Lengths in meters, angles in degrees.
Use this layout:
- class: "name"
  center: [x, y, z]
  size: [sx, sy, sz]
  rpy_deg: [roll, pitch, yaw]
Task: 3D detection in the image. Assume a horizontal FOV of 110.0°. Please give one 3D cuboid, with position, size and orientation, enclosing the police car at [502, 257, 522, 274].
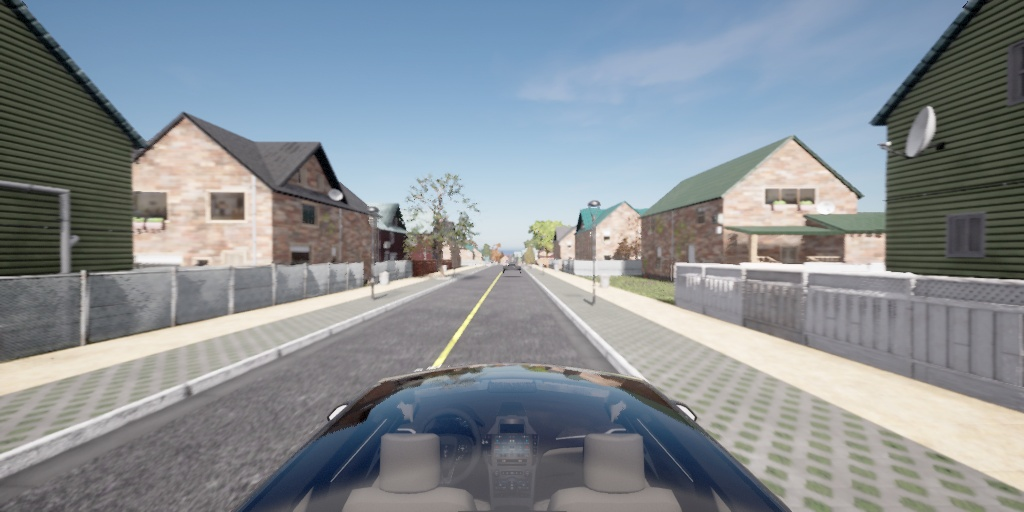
- class: "police car"
  center: [0.015, 0.953, 36.077]
  size: [2.038, 1.542, 4.974]
  rpy_deg: [0, 0, 0]
